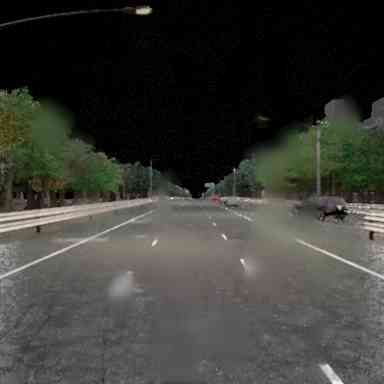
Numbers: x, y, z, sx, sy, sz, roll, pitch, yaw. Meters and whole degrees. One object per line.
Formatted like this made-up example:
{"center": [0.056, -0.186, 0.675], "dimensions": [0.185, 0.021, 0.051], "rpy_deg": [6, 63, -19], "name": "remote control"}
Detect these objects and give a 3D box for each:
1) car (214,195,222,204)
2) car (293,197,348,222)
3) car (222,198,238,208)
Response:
{"center": [6.961, 2.012, 76.041], "dimensions": [2.128, 1.511, 4.902], "rpy_deg": [0, 0, 0], "name": "car"}
{"center": [11.263, 1.419, 29.477], "dimensions": [2.150, 2.045, 5.566], "rpy_deg": [0, 0, -15], "name": "car"}
{"center": [6.790, 1.918, 57.565], "dimensions": [1.994, 1.385, 4.181], "rpy_deg": [0, 0, 0], "name": "car"}
